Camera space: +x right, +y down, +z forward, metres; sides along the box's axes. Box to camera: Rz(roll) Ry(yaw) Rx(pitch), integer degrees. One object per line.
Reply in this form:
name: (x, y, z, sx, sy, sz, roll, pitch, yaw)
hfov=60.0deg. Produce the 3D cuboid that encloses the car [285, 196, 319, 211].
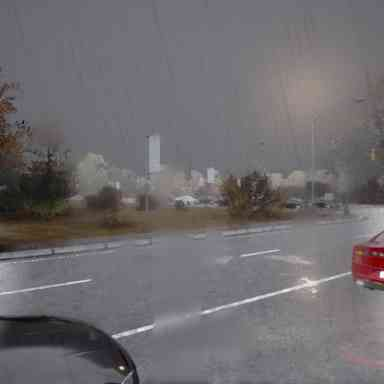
car: (11.099, 1.276, 37.168, 2.128, 1.511, 4.902, -1, 0, -39)

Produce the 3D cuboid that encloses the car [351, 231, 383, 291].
car: (5.776, 1.445, 7.856, 5.008, 1.535, 1.882, 0, 0, -35)

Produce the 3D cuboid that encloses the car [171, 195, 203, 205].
car: (-0.838, 1.320, 52.079, 1.812, 1.442, 4.674, -1, 0, -38)

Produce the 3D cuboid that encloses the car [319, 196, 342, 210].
car: (14.713, 1.246, 38.268, 2.128, 1.511, 4.902, -1, 0, -39)

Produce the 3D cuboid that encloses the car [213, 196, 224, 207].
car: (5.399, 1.142, 44.285, 2.097, 1.767, 4.553, -1, 0, -39)

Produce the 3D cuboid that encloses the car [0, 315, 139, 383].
car: (-2.647, 1.492, 1.839, 4.902, 1.511, 2.128, 0, 0, -36)

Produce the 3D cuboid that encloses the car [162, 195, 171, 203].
car: (-3.836, 1.259, 61.488, 2.128, 1.511, 4.902, -1, 0, -38)

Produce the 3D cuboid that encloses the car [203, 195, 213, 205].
car: (2.666, 1.255, 53.307, 2.128, 1.511, 4.902, -1, 0, -39)
